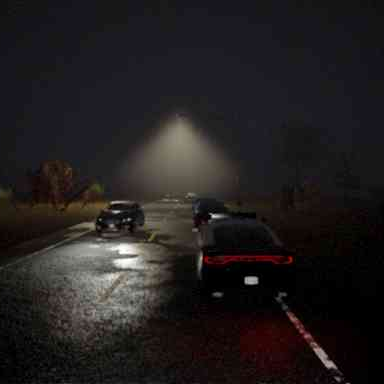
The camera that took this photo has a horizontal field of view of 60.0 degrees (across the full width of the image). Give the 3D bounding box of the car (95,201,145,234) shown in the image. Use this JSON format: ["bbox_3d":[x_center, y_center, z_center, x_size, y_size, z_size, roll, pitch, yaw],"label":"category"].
[{"bbox_3d":[-3.641,1.233,17.518,2.128,1.511,4.902,0,1,0],"label":"car"}]

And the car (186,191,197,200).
[{"bbox_3d":[-0.145,0.595,59.114,1.812,1.442,4.674,0,1,0],"label":"car"}]

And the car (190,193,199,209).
[{"bbox_3d":[0.994,1.115,24.282,1.882,1.535,5.008,0,1,0],"label":"car"}]

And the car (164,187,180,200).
[{"bbox_3d":[-3.724,0.424,59.072,2.097,1.767,4.553,0,1,0],"label":"car"}]

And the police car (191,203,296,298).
[{"bbox_3d":[1.031,1.302,8.390,1.930,1.638,5.238,0,1,0],"label":"police car"}]

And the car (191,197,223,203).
[{"bbox_3d":[1.007,1.235,18.281,1.837,1.490,4.892,0,1,0],"label":"car"}]

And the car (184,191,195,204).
[{"bbox_3d":[-0.073,0.786,45.744,2.128,1.511,4.902,0,1,0],"label":"car"}]
